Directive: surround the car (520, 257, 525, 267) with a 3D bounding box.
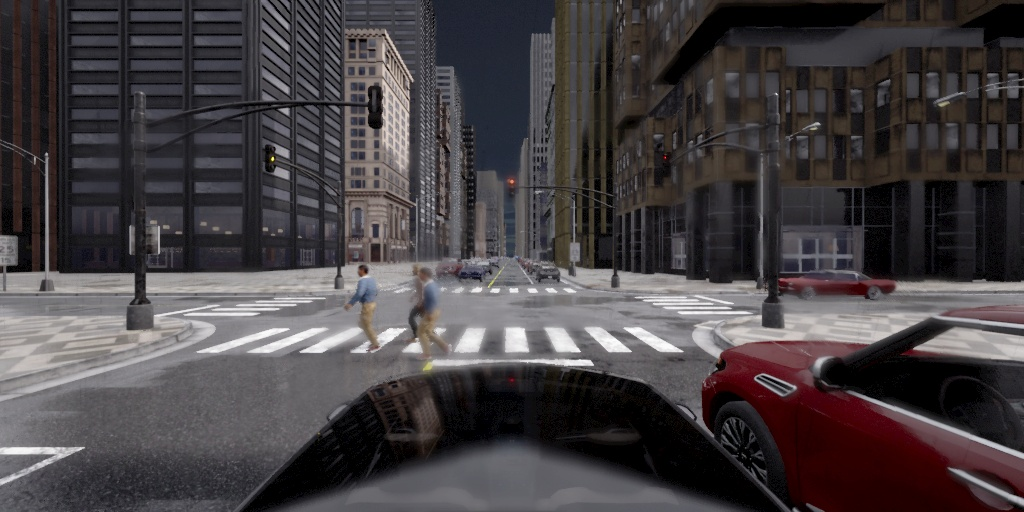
[{"bbox_3d":[2.774,1.197,56.414,1.967,1.591,4.097,0,0,0],"label":"car"}]

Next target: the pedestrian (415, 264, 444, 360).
[{"bbox_3d":[-1.577,1.043,6.877,0.375,1.860,0.375,0,0,0],"label":"pedestrian"}]

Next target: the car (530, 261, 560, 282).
[{"bbox_3d":[2.768,1.301,28.211,2.007,1.370,4.403,0,0,0],"label":"car"}]

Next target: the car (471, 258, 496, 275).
[{"bbox_3d":[-3.092,1.278,39.197,1.812,1.442,4.674,0,0,0],"label":"car"}]

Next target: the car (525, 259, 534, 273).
[{"bbox_3d":[2.770,1.303,39.493,2.007,1.370,4.403,0,0,0],"label":"car"}]

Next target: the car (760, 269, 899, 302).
[{"bbox_3d":[14.339,1.312,16.393,4.718,1.301,1.895,0,0,0],"label":"car"}]

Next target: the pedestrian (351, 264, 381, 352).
[{"bbox_3d":[-3.030,1.043,7.485,0.375,1.860,0.375,0,0,0],"label":"pedestrian"}]

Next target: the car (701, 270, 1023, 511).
[{"bbox_3d":[2.763,1.065,1.238,2.192,1.841,5.009,0,0,0],"label":"car"}]

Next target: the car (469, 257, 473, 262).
[{"bbox_3d":[-5.755,1.192,39.486,1.967,1.591,4.097,0,0,0],"label":"car"}]

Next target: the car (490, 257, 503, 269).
[{"bbox_3d":[-3.027,1.307,58.676,2.033,1.411,5.357,0,0,1],"label":"car"}]

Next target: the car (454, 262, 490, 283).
[{"bbox_3d":[-3.094,1.351,28.469,1.895,1.301,4.718,0,0,0],"label":"car"}]

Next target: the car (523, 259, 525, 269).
[{"bbox_3d":[2.772,1.299,45.133,1.888,1.381,4.507,0,0,0],"label":"car"}]

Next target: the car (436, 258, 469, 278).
[{"bbox_3d":[-5.756,1.066,33.844,2.192,1.841,5.009,0,0,0],"label":"car"}]

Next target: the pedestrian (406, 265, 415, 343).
[{"bbox_3d":[-2.086,1.044,8.084,0.375,1.860,0.375,0,0,0],"label":"pedestrian"}]
